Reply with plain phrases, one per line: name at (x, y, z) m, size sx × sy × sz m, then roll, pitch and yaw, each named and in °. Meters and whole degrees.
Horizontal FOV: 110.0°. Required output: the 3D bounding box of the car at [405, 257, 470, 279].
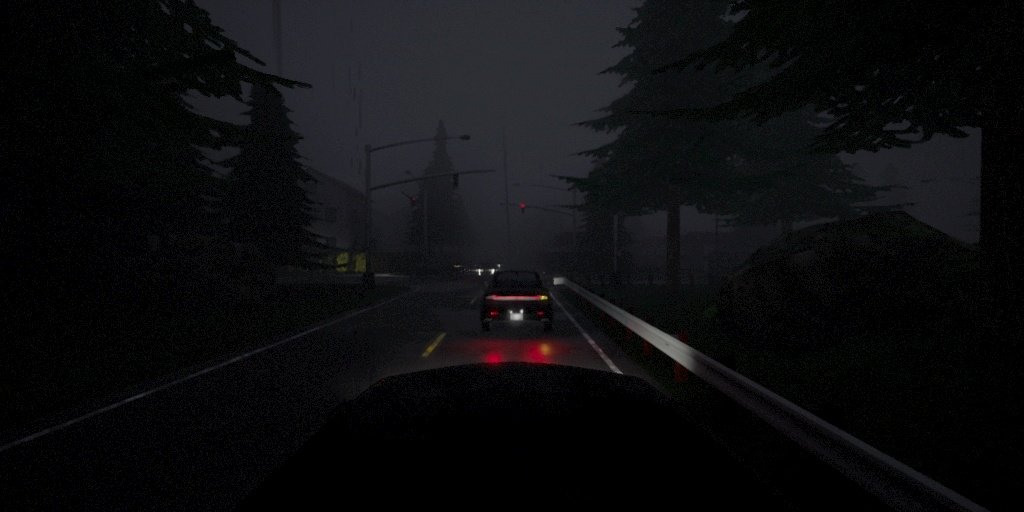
car at (-6.233, 1.003, 28.728) m, size 4.902 × 1.511 × 2.128 m, roll 0°, pitch 0°, yaw 19°

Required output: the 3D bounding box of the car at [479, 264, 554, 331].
car at (0.143, 1.167, 10.637) m, size 2.128 × 1.511 × 4.902 m, roll 0°, pitch 0°, yaw 1°

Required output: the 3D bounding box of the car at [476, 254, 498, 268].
car at (-3.165, 0.855, 45.993) m, size 1.882 × 1.535 × 5.008 m, roll 0°, pitch 0°, yaw 1°

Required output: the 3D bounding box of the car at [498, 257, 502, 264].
car at (-2.951, 0.759, 63.138) m, size 1.812 × 1.442 × 4.674 m, roll 0°, pitch 0°, yaw 1°
